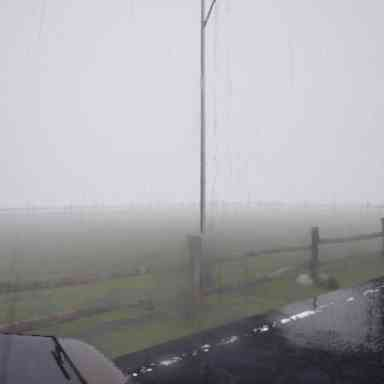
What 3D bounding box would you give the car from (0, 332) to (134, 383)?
[{"bbox_3d":[-2.201,1.564,1.492,4.181,1.385,1.994,0,0,-35],"label":"car"}]
